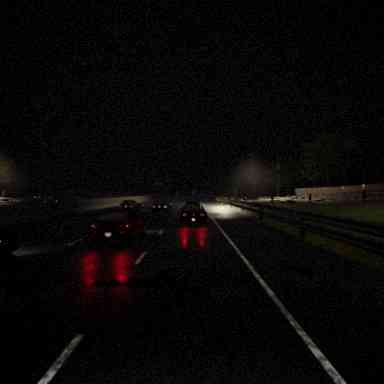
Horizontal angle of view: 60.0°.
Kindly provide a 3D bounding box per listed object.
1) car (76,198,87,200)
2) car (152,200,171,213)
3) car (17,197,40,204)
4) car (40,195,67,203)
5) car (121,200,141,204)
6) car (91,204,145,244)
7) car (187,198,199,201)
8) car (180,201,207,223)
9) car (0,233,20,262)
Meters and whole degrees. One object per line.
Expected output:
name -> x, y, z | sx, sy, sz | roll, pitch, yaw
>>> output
car -> -17.560, 1.632, 53.196 | 1.994, 1.385, 4.181 | 0, 0, 0
car -> -3.403, 1.578, 37.252 | 2.033, 1.411, 5.357 | 0, 0, 0
car -> -24.570, 1.538, 50.433 | 1.882, 1.535, 5.008 | 0, 0, 0
car -> -21.070, 1.415, 51.420 | 2.097, 1.767, 4.553 | 0, 0, 0
car -> -6.903, 1.578, 37.257 | 2.033, 1.411, 5.357 | 0, 0, 0
car -> -3.401, 1.529, 15.773 | 1.812, 1.442, 4.674 | 0, 0, 0
car -> 0.097, 1.519, 42.424 | 1.882, 1.535, 5.008 | 0, 0, 0
car -> 0.098, 1.613, 25.230 | 1.895, 1.301, 4.718 | 0, 0, 0
car -> -6.901, 1.548, 9.068 | 2.033, 1.411, 5.357 | 0, 0, 0
